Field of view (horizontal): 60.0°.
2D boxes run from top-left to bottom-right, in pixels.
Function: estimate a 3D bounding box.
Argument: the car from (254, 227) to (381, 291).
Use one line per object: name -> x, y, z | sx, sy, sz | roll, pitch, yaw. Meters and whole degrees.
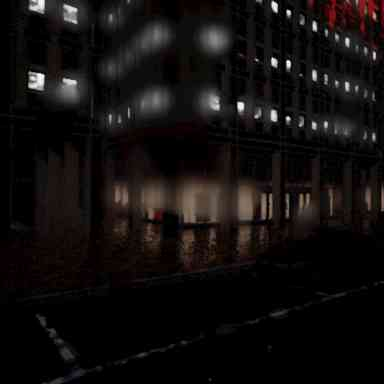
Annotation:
car -> 3.580, 1.655, 9.117 | 4.206, 1.307, 1.802 | 1, 0, -36
